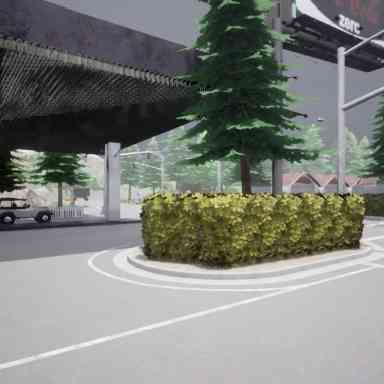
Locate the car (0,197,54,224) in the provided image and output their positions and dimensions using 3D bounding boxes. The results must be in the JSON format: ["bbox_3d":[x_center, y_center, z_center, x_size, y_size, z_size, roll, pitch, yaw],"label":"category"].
[{"bbox_3d":[-11.963,1.313,23.490,3.866,1.878,1.905,0,0,-36],"label":"car"}]
